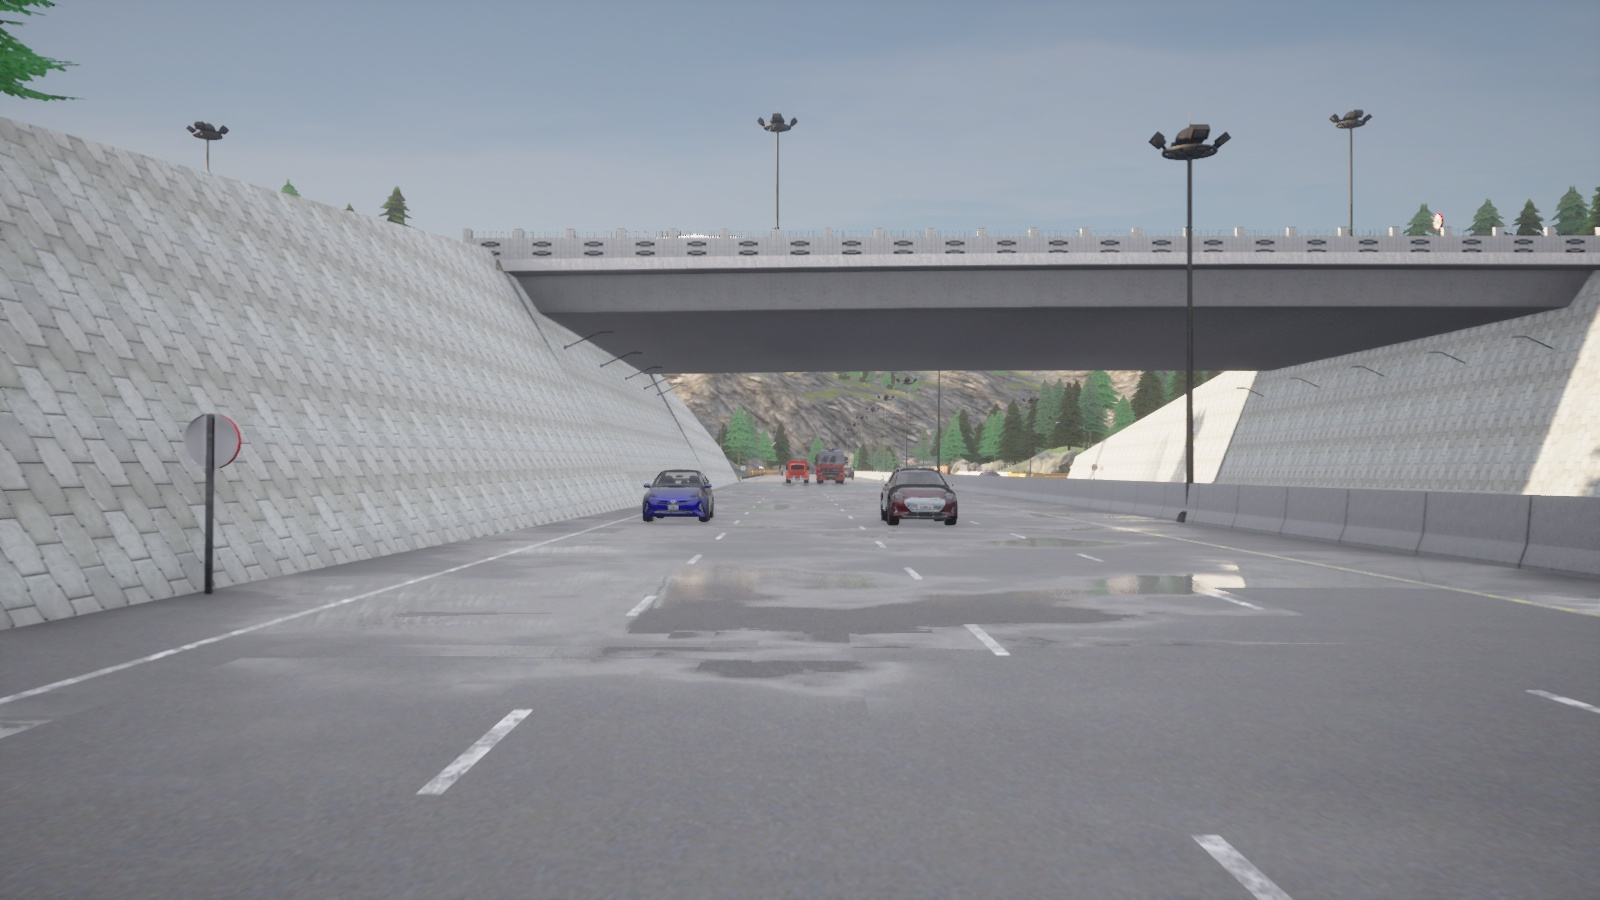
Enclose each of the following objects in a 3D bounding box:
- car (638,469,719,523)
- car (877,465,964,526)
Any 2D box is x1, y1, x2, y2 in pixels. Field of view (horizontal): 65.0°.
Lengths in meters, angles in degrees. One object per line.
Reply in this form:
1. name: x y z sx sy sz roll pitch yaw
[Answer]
1. car: -3.588 1.347 37.837 2.007 1.525 4.514 0 -1 0
2. car: 3.415 1.282 36.501 2.033 1.649 4.856 0 -1 0
